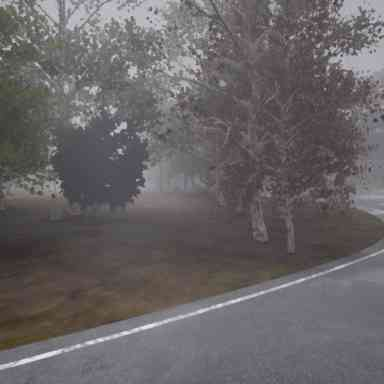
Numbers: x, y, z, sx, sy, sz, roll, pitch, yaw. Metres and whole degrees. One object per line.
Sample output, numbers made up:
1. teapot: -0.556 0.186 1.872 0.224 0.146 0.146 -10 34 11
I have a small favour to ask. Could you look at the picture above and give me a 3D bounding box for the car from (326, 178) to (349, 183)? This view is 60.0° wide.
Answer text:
1. car: 27.969 -2.202 64.743 4.718 1.301 1.895 -4 3 -16
